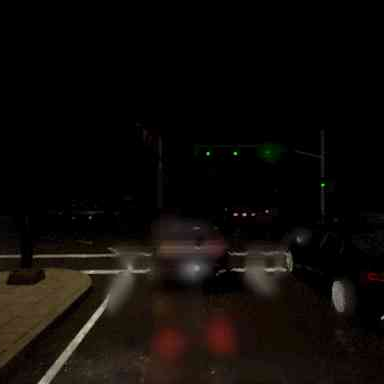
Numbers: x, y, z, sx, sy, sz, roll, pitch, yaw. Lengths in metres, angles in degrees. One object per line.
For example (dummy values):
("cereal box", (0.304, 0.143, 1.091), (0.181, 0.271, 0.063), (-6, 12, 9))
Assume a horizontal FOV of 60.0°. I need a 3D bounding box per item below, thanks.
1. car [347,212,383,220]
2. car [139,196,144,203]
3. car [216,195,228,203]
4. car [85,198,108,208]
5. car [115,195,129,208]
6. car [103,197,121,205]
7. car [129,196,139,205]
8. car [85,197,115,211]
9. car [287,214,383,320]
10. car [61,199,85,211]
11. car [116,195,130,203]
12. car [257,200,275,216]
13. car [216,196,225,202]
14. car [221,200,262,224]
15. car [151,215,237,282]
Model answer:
("car", (7.101, 1.559, 13.820), (1.812, 1.442, 4.674), (0, 0, 0))
("car", (-11.491, 1.696, 71.670), (2.128, 1.511, 4.902), (0, 0, 0))
("car", (7.044, 1.536, 75.488), (2.097, 1.767, 4.553), (0, 0, 1))
("car", (-15.001, 1.673, 52.435), (2.033, 1.411, 5.357), (0, 0, 0))
("car", (-11.501, 1.627, 50.994), (1.837, 1.490, 4.892), (0, 0, 0))
("car", (-15.001, 1.642, 62.538), (2.128, 1.511, 4.902), (0, 0, 0))
("car", (-11.501, 1.673, 61.264), (1.812, 1.442, 4.674), (0, 0, 0))
("car", (-11.597, 1.665, 42.172), (1.994, 1.385, 4.181), (0, 0, 1))
("car", (3.601, 1.496, 7.481), (1.882, 1.535, 5.008), (0, 0, 0))
("car", (-15.056, 1.580, 42.657), (1.882, 1.535, 5.008), (0, 0, 0))
("car", (-14.982, 1.523, 72.705), (2.097, 1.767, 4.553), (0, 0, 0))
("car", (7.099, 1.586, 33.888), (1.837, 1.490, 4.892), (0, 0, 0))
("car", (7.266, 1.758, 85.567), (1.994, 1.385, 4.181), (0, 0, 2))
("car", (3.599, 1.608, 25.293), (2.033, 1.411, 5.357), (0, 0, 0))
("car", (-0.177, 1.517, 9.872), (2.128, 1.511, 4.902), (0, 0, -5))
